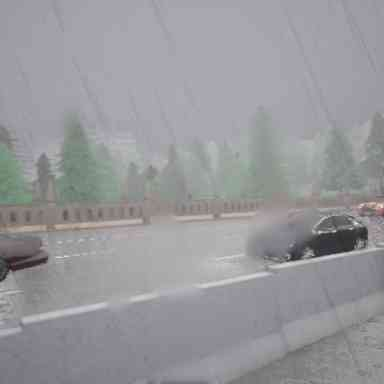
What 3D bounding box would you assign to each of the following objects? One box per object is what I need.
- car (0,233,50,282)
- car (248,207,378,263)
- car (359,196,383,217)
[{"bbox_3d":[-6.394,1.557,8.028,5.357,1.411,2.033,-1,0,-35],"label":"car"},{"bbox_3d":[3.984,1.438,11.122,4.892,1.490,1.837,-1,0,-35],"label":"car"},{"bbox_3d":[16.154,1.137,28.383,4.553,1.767,2.097,-1,0,-35],"label":"car"}]
